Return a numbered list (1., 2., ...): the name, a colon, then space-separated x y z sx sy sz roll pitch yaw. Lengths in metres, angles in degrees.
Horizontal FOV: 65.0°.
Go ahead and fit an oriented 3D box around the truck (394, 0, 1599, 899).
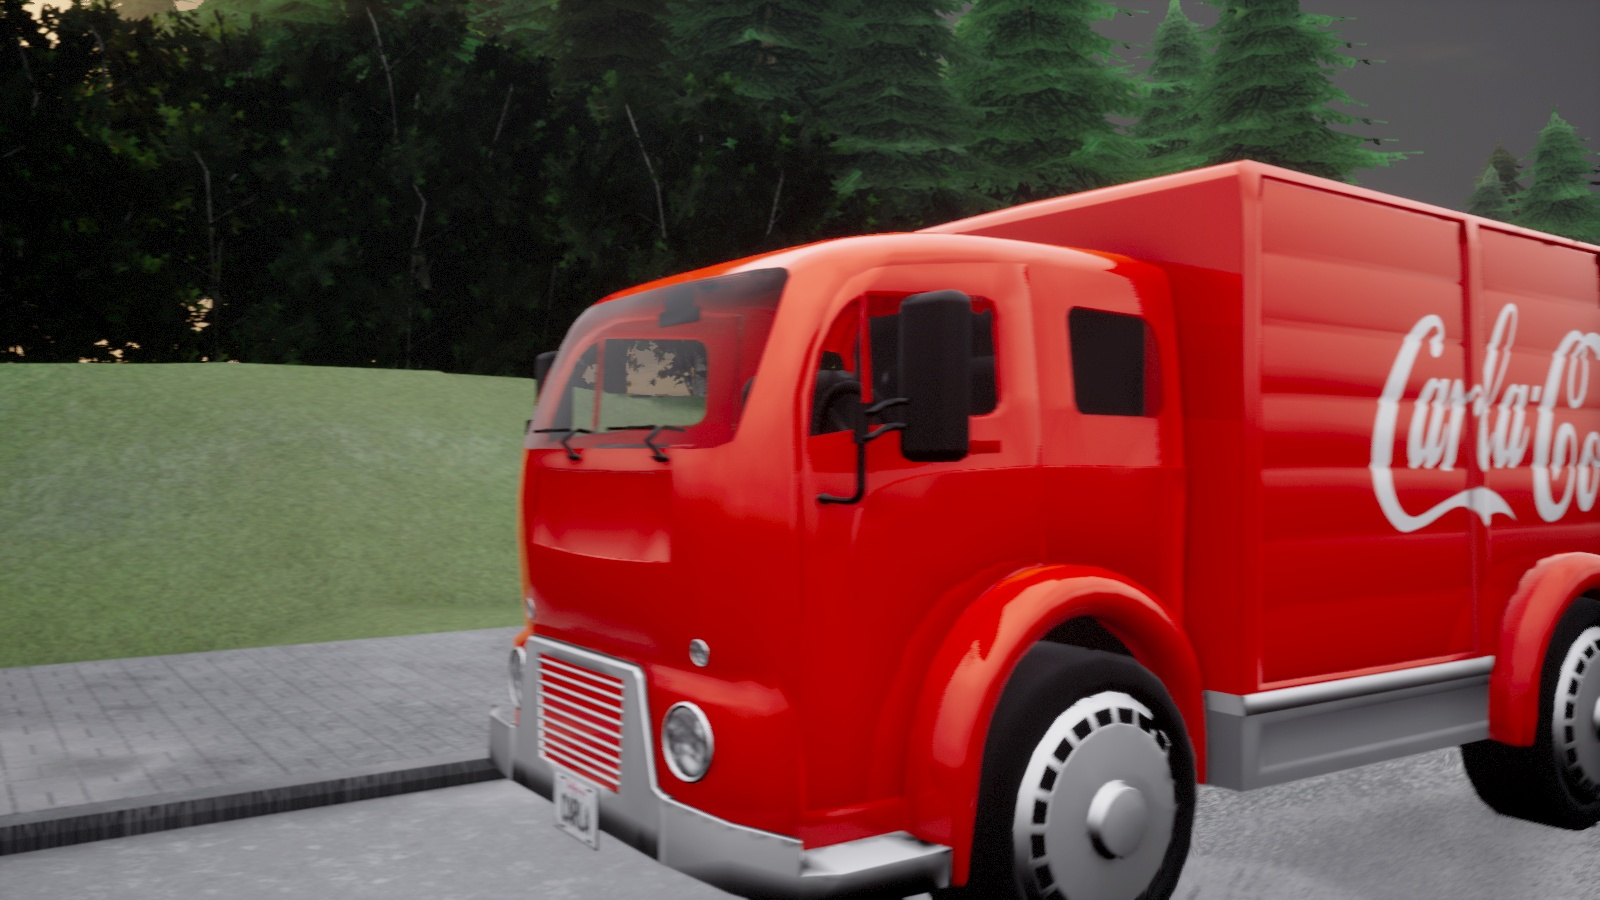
1. truck: 1.340 0.271 5.202 5.204 2.467 2.627 0 0 -35
